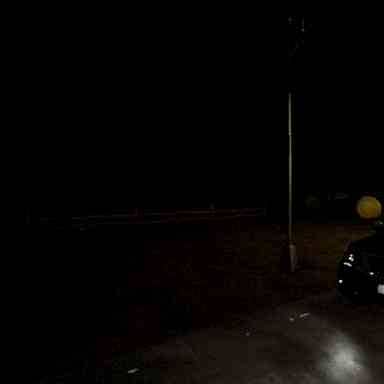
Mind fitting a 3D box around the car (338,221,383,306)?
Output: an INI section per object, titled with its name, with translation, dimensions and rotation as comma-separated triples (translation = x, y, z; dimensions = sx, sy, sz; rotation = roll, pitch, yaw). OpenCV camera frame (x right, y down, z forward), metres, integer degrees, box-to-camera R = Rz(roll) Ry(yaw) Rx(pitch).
[car]
translation = 5.366, 1.202, 6.876
dimensions = 5.566, 2.045, 2.150
rotation = 0, 0, -35
